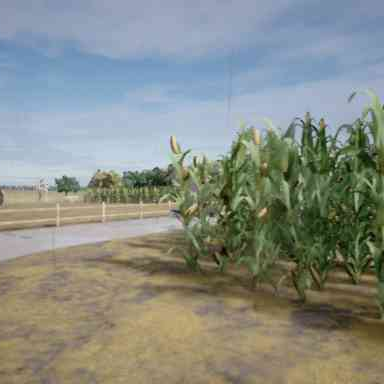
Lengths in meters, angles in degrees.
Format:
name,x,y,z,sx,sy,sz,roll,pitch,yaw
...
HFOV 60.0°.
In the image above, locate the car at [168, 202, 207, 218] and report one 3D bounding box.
name,x,y,z,sx,sy,sz,roll,pitch,yaw
car,0.226,1.511,29.420,2.033,1.411,5.357,1,0,35
